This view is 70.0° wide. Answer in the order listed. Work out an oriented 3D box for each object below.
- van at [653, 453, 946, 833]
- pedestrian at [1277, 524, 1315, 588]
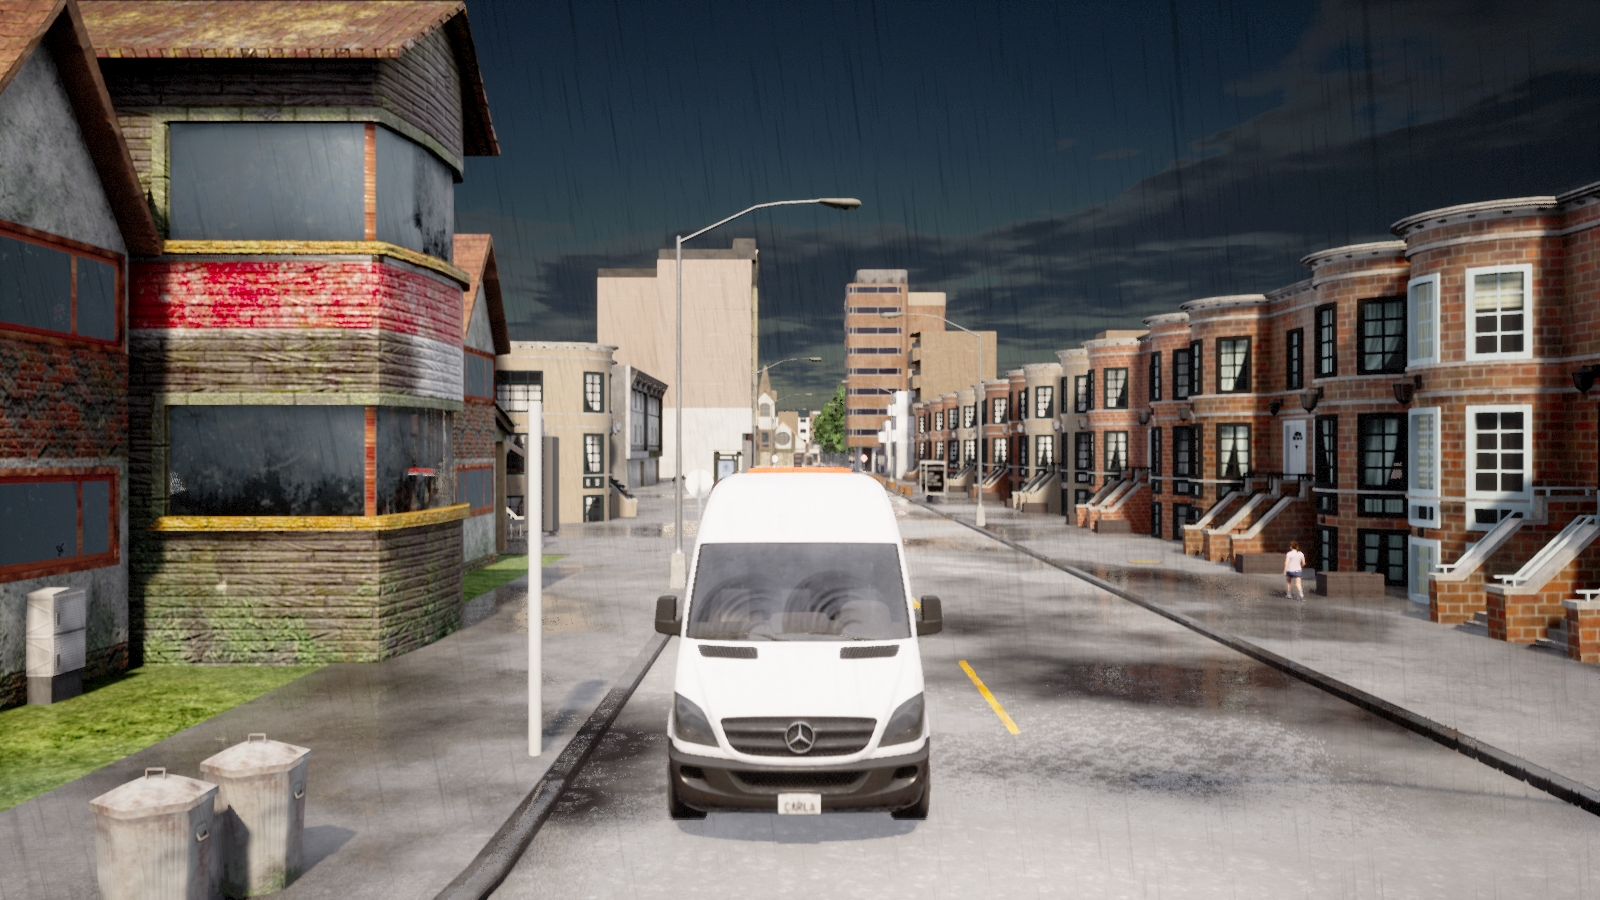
[{"bbox_3d":[-0.003,1.317,10.709,1.988,2.561,5.915,0,0,0],"label":"van"},{"bbox_3d":[8.956,1.910,20.644,0.500,1.100,0.500,0,0,7],"label":"pedestrian"}]
